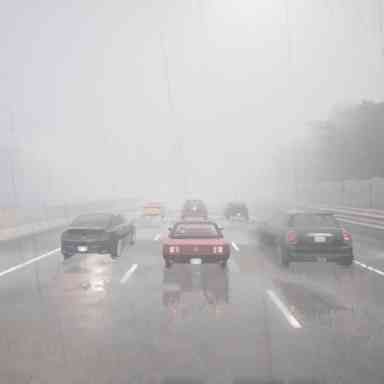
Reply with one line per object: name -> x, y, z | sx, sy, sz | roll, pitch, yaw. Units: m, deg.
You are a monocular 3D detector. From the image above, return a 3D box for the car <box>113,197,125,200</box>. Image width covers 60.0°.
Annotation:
car -> -13.588, 1.590, 62.311 | 2.033, 1.411, 5.357 | 0, 0, 1

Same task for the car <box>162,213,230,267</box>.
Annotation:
car -> 0.121, 1.607, 11.323 | 1.895, 1.301, 4.718 | 0, 0, 0

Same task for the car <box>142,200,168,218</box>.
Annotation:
car -> -3.289, 1.495, 30.115 | 1.882, 1.535, 5.008 | 0, 0, 0

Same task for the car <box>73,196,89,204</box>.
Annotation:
car -> -20.582, 1.588, 62.389 | 2.033, 1.411, 5.357 | 0, 0, 1

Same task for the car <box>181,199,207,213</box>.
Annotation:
car -> 0.200, 1.369, 28.367 | 2.097, 1.767, 4.553 | 0, 0, 0

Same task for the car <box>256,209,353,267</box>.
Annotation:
car -> 3.623, 1.358, 11.528 | 2.097, 1.767, 4.553 | 0, 0, 0

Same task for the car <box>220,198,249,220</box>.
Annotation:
car -> 3.702, 1.522, 28.702 | 1.837, 1.490, 4.892 | 0, 0, 0

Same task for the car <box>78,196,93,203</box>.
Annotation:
car -> -23.294, 1.551, 72.924 | 1.812, 1.442, 4.674 | 0, 0, -2

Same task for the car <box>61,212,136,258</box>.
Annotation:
car -> -3.374, 1.512, 12.709 | 1.837, 1.490, 4.892 | 0, 0, 0

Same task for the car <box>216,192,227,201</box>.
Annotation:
car -> 7.644, 1.127, 84.415 | 2.150, 2.045, 5.566 | 0, 0, 3

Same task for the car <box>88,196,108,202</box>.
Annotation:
car -> -17.085, 1.589, 62.350 | 2.033, 1.411, 5.357 | 0, 0, 1

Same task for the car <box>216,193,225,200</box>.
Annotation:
car -> 7.945, 1.217, 93.693 | 2.150, 2.045, 5.566 | 0, 0, 1
